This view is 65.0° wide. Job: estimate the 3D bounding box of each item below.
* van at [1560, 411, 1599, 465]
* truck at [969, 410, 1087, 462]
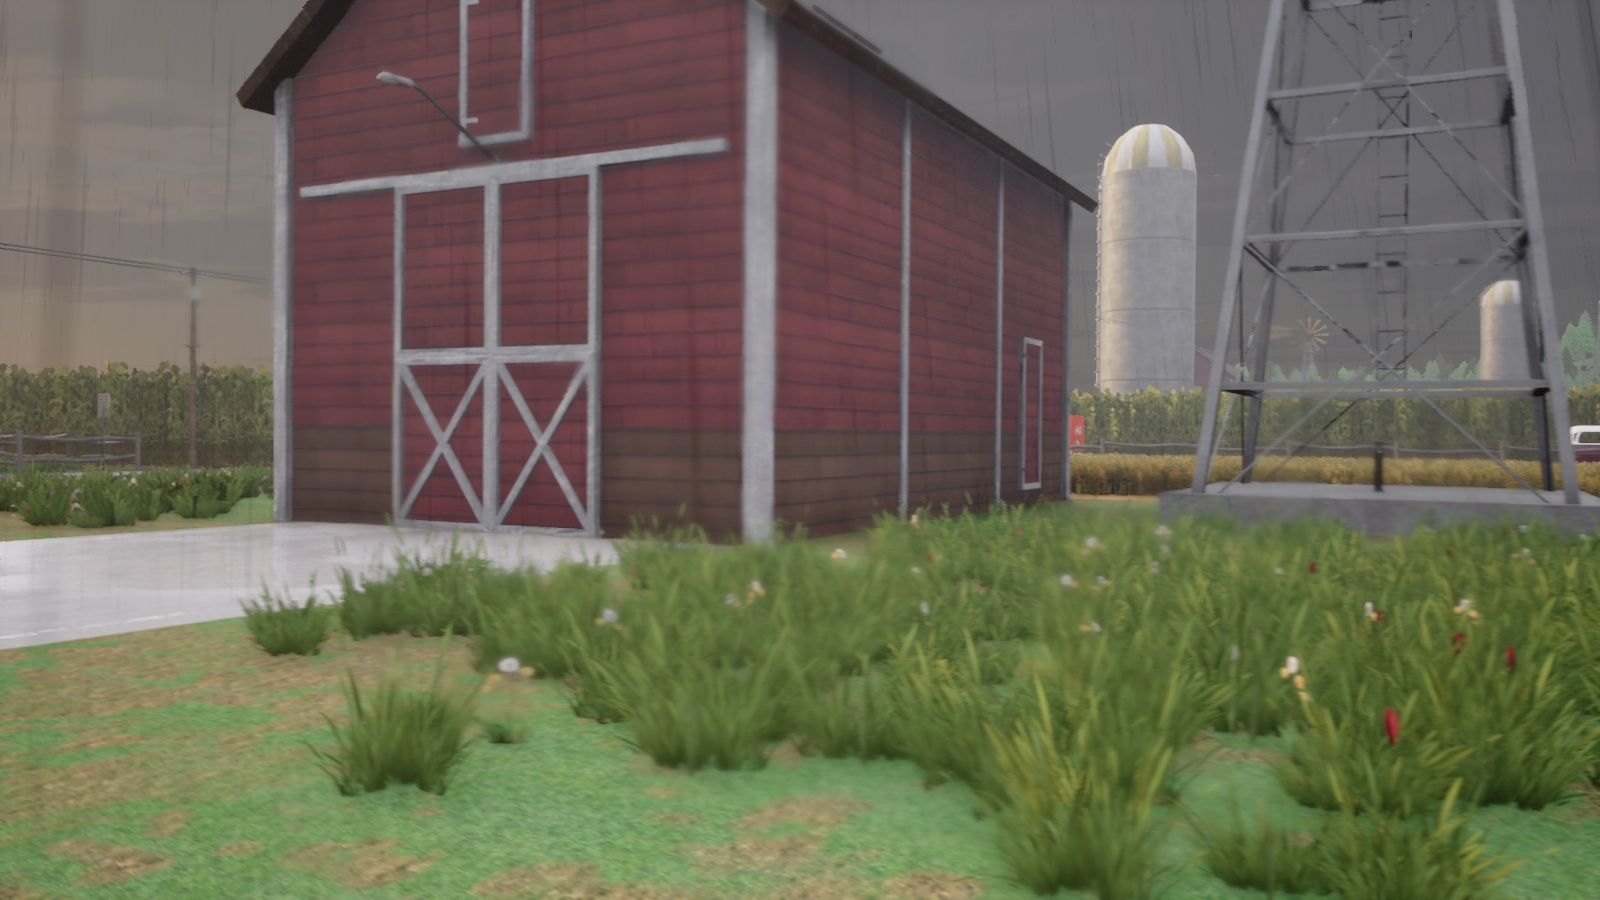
[{"bbox_3d":[31.570,-0.479,47.705,4.480,2.038,2.069,-1,1,28],"label":"van"},{"bbox_3d":[11.252,-0.703,61.997,5.204,2.467,2.627,0,1,28],"label":"truck"}]
